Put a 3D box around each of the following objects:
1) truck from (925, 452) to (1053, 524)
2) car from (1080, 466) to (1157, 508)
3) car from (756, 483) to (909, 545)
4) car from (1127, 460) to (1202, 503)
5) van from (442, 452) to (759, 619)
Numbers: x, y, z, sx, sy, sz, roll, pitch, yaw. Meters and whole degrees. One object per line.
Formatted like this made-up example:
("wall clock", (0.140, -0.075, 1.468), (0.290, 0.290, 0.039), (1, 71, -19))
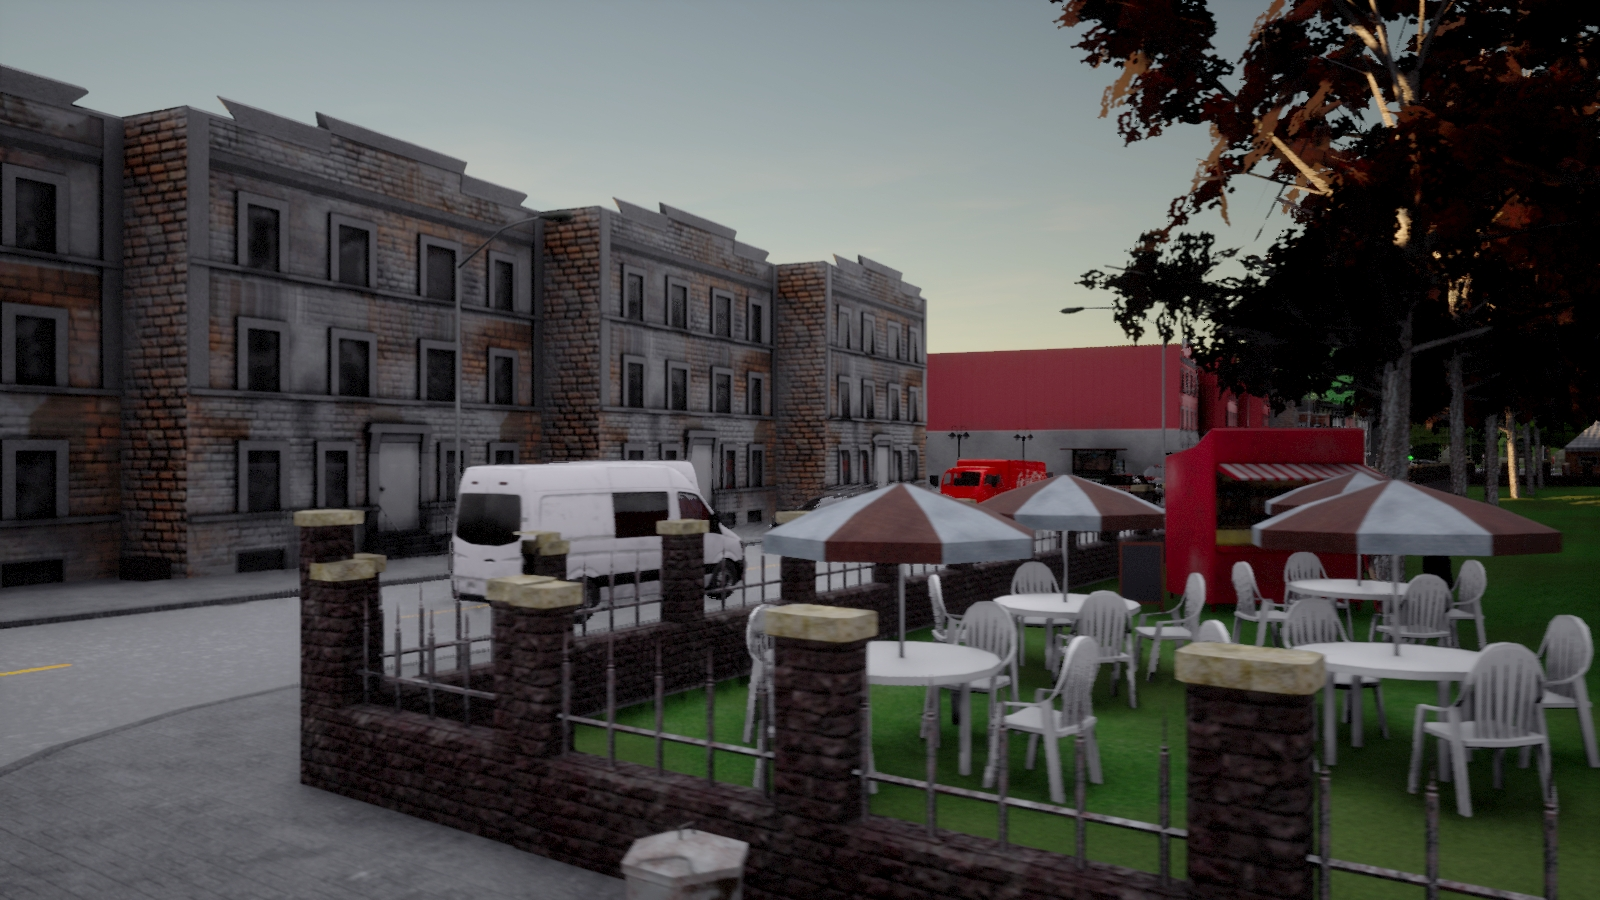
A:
("truck", (7.051, 1.364, 42.141), (2.627, 2.467, 5.204), (0, -1, 35))
("car", (14.938, 1.686, 53.483), (2.097, 1.767, 4.553), (0, 0, 35))
("car", (1.054, 1.814, 33.576), (2.097, 1.535, 5.006), (0, 0, 35))
("car", (18.896, 1.559, 59.031), (2.150, 2.045, 5.566), (0, 0, 35))
("van", (-3.322, 1.314, 20.511), (1.988, 2.561, 5.915), (0, 0, 35))
